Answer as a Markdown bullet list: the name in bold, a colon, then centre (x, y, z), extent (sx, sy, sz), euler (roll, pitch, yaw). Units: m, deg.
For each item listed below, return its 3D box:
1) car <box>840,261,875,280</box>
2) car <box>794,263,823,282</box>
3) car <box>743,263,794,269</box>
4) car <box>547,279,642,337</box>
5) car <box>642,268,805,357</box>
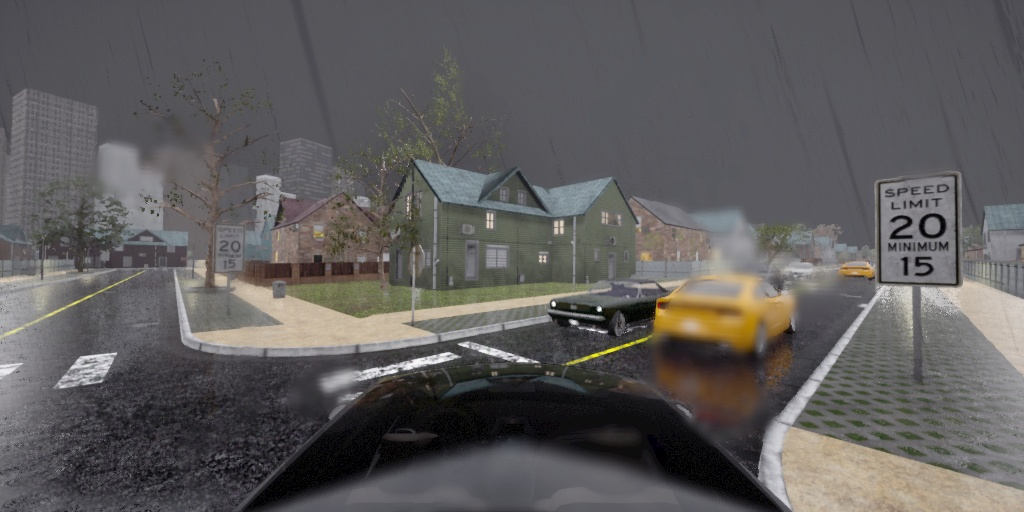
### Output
- **car**: centre (29.103, 1.189, 30.155), extent (5.008, 1.535, 1.882), euler (0, 0, -42)
- **car**: centre (23.339, 1.256, 28.811), extent (4.674, 1.442, 1.812), euler (0, 0, -42)
- **car**: centre (14.065, 1.229, 20.441), extent (4.902, 1.511, 2.128), euler (0, -1, -42)
- **car**: centre (3.187, 1.363, 10.578), extent (4.718, 1.301, 1.895), euler (0, 0, -42)
- **car**: centre (5.340, 1.217, 8.693), extent (5.008, 1.535, 1.882), euler (0, 0, -42)
